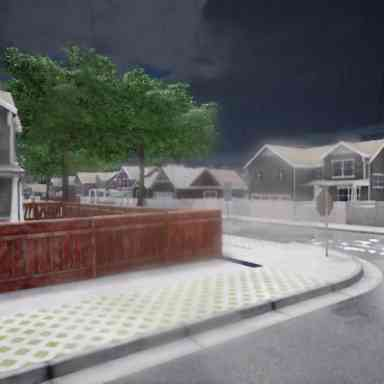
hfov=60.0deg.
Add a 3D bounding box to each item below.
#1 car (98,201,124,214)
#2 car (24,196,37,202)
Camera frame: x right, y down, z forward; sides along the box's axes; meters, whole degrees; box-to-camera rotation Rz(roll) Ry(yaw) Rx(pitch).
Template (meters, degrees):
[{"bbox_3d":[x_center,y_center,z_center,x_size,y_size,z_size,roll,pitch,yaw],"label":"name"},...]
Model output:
[{"bbox_3d":[-8.970,1.725,35.674,2.033,1.411,5.357,0,0,-36],"label":"car"},{"bbox_3d":[-41.360,2.154,85.973,1.895,1.301,4.718,0,0,-36],"label":"car"}]
